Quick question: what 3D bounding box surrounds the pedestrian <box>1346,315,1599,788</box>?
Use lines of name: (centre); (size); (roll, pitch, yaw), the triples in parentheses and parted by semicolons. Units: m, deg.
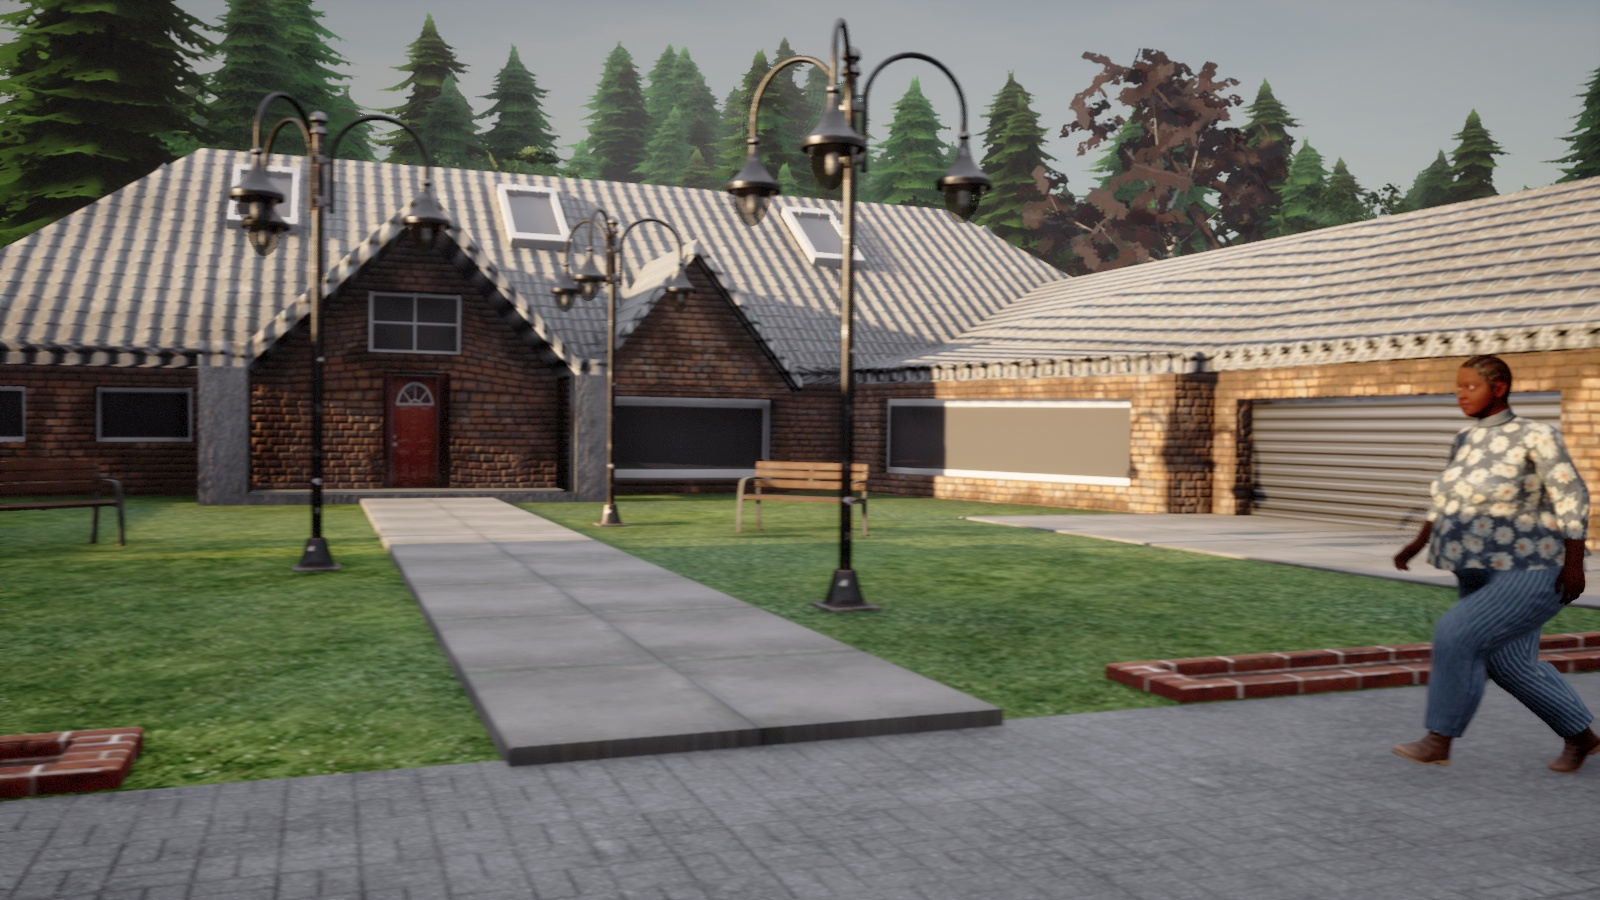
pedestrian: (2.994, 0.392, 5.388); (0.900, 1.855, 0.874); (-1, 1, -2)
